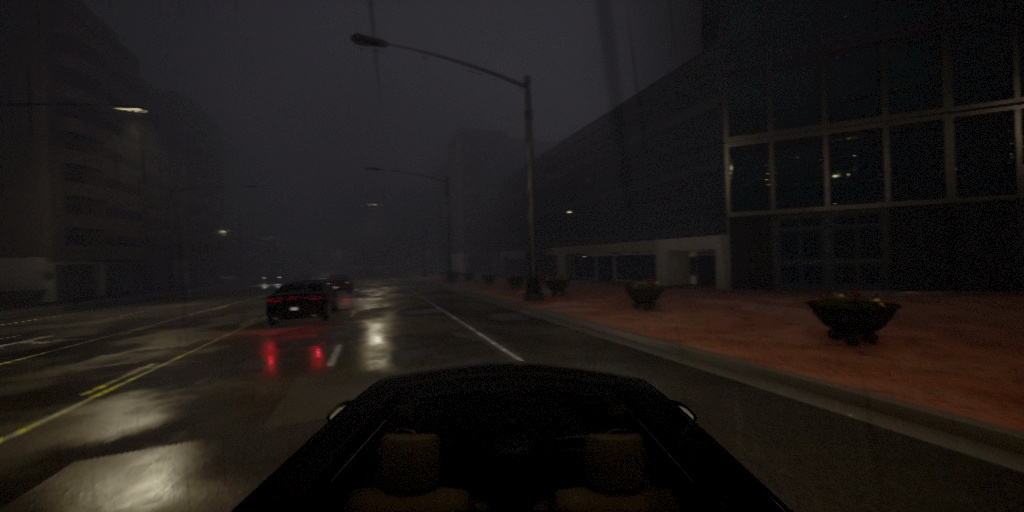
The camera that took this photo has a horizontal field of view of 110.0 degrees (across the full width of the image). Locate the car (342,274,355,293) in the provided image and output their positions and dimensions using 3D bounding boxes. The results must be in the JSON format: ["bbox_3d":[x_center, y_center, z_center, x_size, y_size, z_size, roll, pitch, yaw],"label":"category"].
[{"bbox_3d":[-13.490,2.157,28.071,1.812,1.442,4.674,-2,-1,-21],"label":"car"}]

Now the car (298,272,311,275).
[{"bbox_3d":[-30.462,3.066,52.452,1.837,1.490,4.892,-2,0,-20],"label":"car"}]

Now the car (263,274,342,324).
[{"bbox_3d":[-8.273,1.697,14.498,1.882,1.535,5.008,-2,-1,-21],"label":"car"}]

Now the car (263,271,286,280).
[{"bbox_3d":[-33.672,3.004,51.048,2.097,1.767,4.553,-2,0,-20],"label":"car"}]
